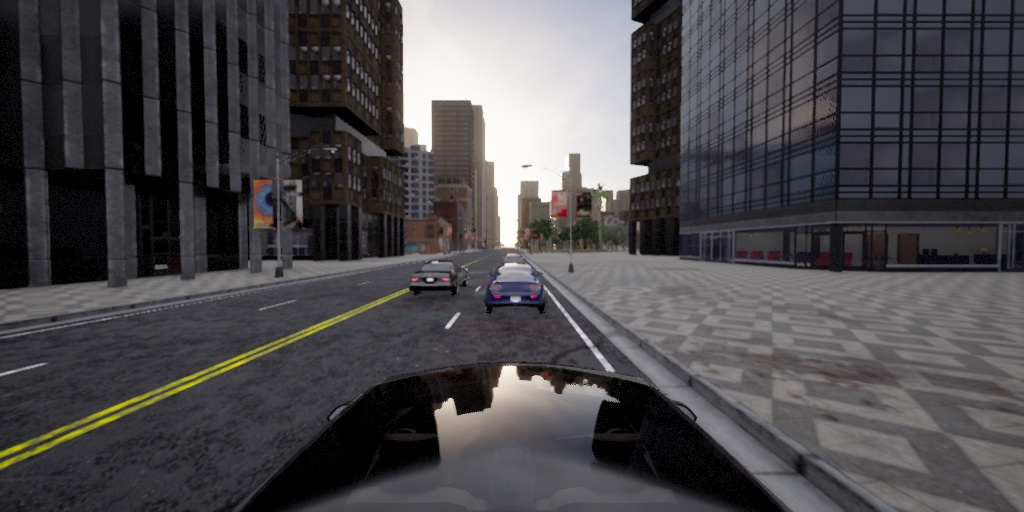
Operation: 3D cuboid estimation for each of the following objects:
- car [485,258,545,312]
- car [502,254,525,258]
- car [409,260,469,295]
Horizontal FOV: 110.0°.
[{"bbox_3d":[0.101,0.981,12.349,1.812,1.442,4.674,0,2,0],"label":"car"},{"bbox_3d":[0.100,0.536,29.565,1.994,1.385,4.181,0,2,0],"label":"car"},{"bbox_3d":[-3.149,0.892,16.298,2.033,1.411,5.357,0,2,0],"label":"car"}]
